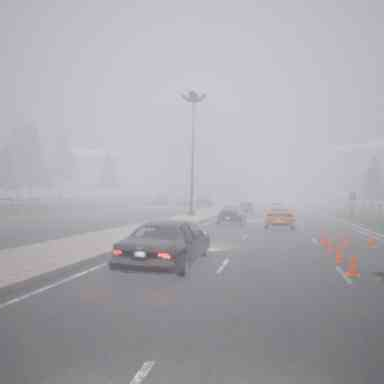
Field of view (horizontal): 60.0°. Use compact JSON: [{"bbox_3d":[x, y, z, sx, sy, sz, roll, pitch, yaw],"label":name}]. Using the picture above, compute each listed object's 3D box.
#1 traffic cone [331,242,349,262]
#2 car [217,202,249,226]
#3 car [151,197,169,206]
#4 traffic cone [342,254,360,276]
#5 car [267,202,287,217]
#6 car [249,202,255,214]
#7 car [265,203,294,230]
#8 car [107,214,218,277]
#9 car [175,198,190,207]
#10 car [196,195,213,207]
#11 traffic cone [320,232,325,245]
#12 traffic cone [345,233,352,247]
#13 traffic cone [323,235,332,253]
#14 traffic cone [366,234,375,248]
[{"bbox_3d":[5.136,2.121,11.559,0.340,0.580,0.340,1,0,14],"label":"traffic cone"},{"bbox_3d":[3.026,1.697,25.316,1.812,1.442,4.674,1,0,14],"label":"car"},{"bbox_3d":[-5.353,1.605,56.060,1.837,1.490,4.892,1,-1,13],"label":"car"},{"bbox_3d":[4.649,2.102,9.619,0.340,0.580,0.340,1,0,14],"label":"traffic cone"},{"bbox_3d":[9.723,1.924,38.234,2.033,1.411,5.357,1,0,13],"label":"car"},{"bbox_3d":[6.390,1.852,39.383,2.033,1.411,5.357,1,0,13],"label":"car"},{"bbox_3d":[6.214,1.716,23.658,1.882,1.535,5.008,1,0,14],"label":"car"},{"bbox_3d":[-0.701,1.573,10.459,2.033,1.411,5.357,1,0,13],"label":"car"},{"bbox_3d":[-1.450,1.742,57.379,2.033,1.411,5.357,1,0,13],"label":"car"},{"bbox_3d":[2.196,1.494,57.567,2.150,2.045,5.566,1,0,13],"label":"car"},{"bbox_3d":[6.111,2.158,15.438,0.340,0.580,0.340,1,0,14],"label":"traffic cone"},{"bbox_3d":[7.080,2.180,15.194,0.340,0.580,0.340,1,0,14],"label":"traffic cone"},{"bbox_3d":[5.623,2.139,13.498,0.340,0.580,0.340,1,0,14],"label":"traffic cone"},{"bbox_3d":[8.050,2.201,14.950,0.340,0.580,0.340,1,0,14],"label":"traffic cone"}]
